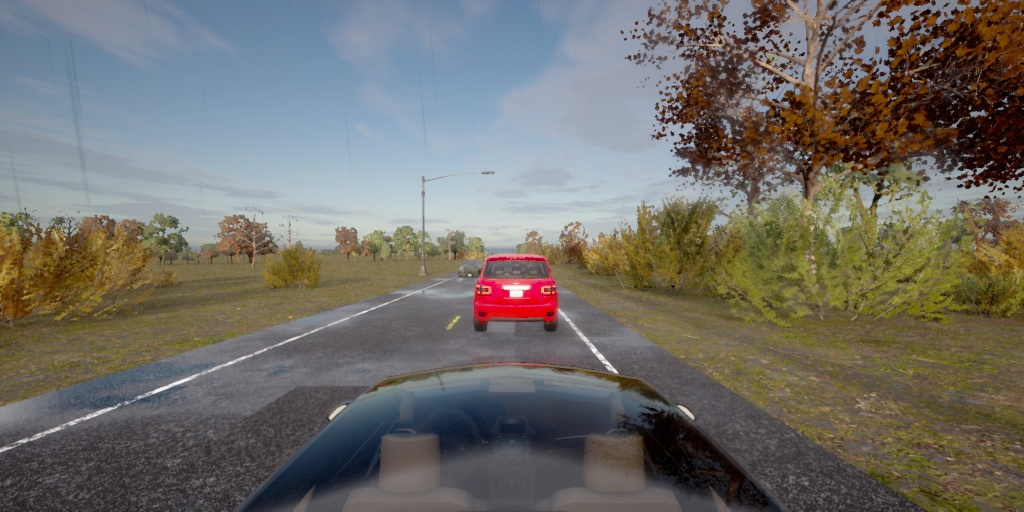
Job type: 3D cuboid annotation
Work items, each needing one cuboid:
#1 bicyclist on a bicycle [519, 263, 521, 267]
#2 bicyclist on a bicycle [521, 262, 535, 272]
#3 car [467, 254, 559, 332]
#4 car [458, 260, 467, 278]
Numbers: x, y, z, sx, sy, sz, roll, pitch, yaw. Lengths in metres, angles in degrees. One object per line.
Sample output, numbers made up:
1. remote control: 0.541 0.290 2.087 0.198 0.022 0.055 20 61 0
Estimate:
1. bicyclist on a bicycle: 0.902 1.110 28.727 0.659 1.776 1.843 0 0 0
2. bicyclist on a bicycle: 0.942 1.114 18.714 0.659 1.776 1.843 0 0 0
3. car: 0.091 0.968 11.008 2.150 2.045 5.566 0 0 0
4. car: -3.690 1.091 33.407 2.097 1.767 4.553 0 0 0
